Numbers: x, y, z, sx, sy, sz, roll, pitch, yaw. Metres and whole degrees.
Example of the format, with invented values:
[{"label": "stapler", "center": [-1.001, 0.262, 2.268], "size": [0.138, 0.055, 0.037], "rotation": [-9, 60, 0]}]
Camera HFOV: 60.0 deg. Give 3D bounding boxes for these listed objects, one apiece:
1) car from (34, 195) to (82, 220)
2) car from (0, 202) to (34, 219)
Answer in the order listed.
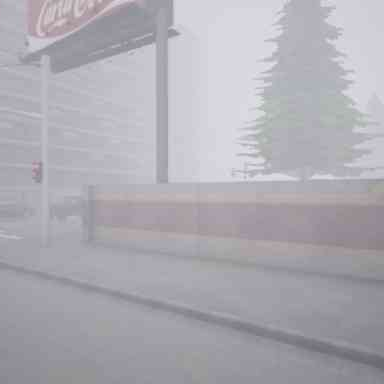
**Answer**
[{"label": "car", "center": [-10.470, 1.309, 29.408], "size": [2.150, 2.045, 5.566], "rotation": [0, 0, 35]}, {"label": "car", "center": [-15.749, 1.603, 27.994], "size": [1.837, 1.490, 4.892], "rotation": [0, 0, 35]}]
